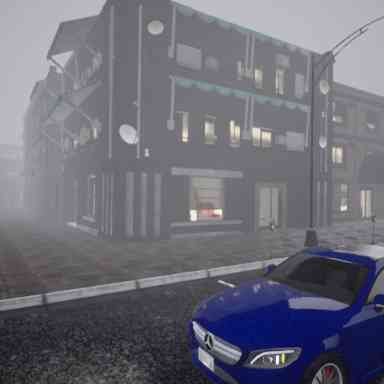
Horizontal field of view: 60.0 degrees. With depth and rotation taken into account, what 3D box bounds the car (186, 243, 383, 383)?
[{"bbox_3d":[2.165,1.526,4.716,4.674,1.442,1.812,0,0,-30],"label":"car"}]
